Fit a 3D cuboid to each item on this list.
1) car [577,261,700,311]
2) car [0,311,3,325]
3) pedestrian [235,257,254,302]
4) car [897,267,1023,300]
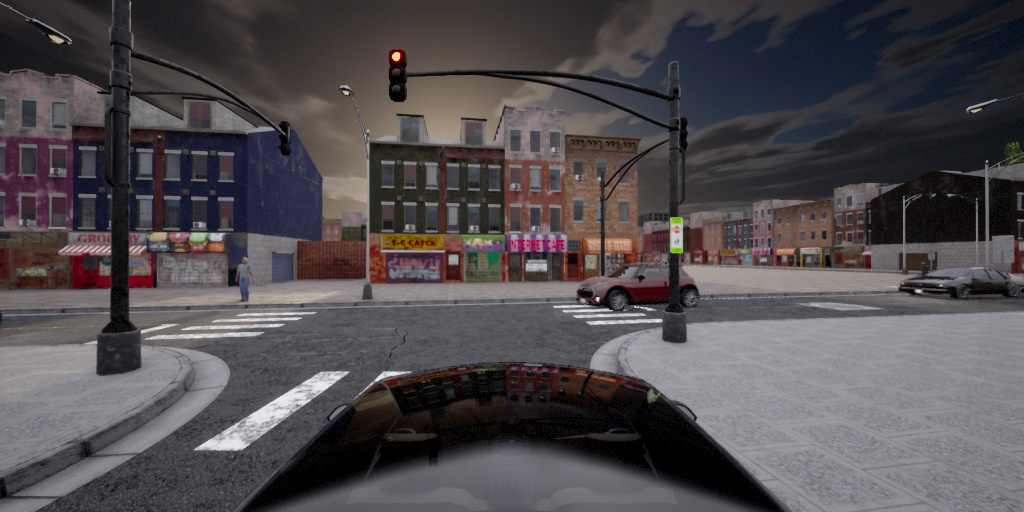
[{"bbox_3d":[4.864,1.092,14.046,4.553,1.767,2.097,0,0,-14],"label":"car"},{"bbox_3d":[-15.410,1.277,8.332,4.902,1.511,2.128,0,0,-8],"label":"car"},{"bbox_3d":[-11.107,0.945,14.926,0.375,1.860,0.375,0,0,-9],"label":"pedestrian"},{"bbox_3d":[21.553,1.245,17.093,5.357,1.411,2.033,0,0,-9],"label":"car"}]
